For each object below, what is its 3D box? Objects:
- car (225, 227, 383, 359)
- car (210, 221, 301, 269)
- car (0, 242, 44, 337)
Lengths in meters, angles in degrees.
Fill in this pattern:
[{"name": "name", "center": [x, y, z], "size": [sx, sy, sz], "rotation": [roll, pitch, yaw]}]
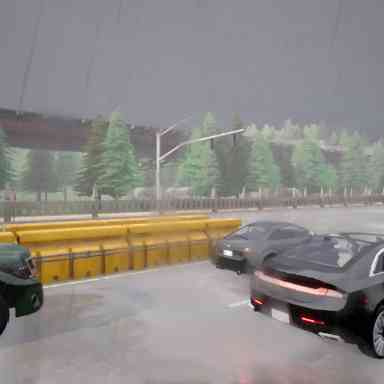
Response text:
[{"name": "car", "center": [3.181, 1.492, 5.999], "size": [4.902, 1.511, 2.128], "rotation": [0, 0, -36]}, {"name": "car", "center": [2.572, 1.564, 9.860], "size": [4.181, 1.385, 1.994], "rotation": [0, 0, -36]}, {"name": "car", "center": [-5.055, 1.221, 4.447], "size": [5.566, 2.045, 2.150], "rotation": [0, 0, -35]}]
